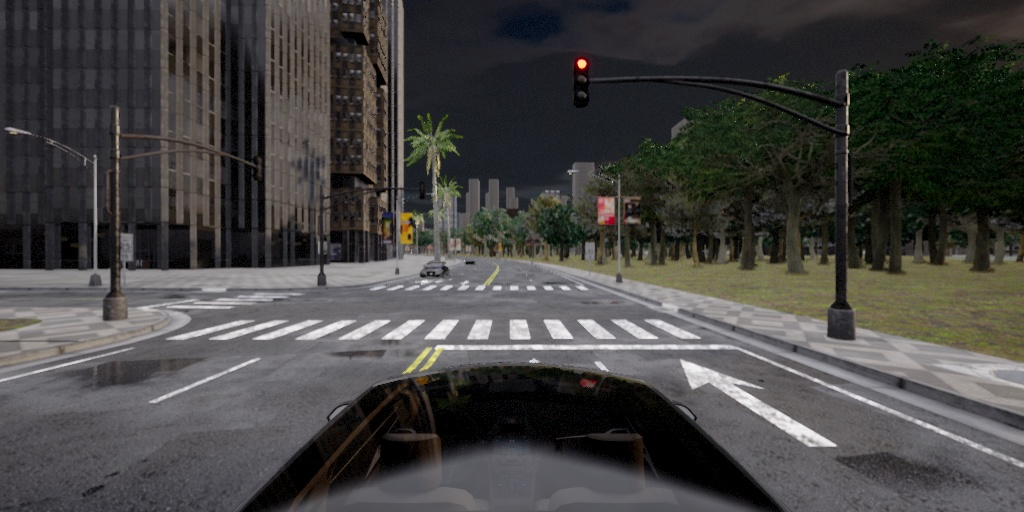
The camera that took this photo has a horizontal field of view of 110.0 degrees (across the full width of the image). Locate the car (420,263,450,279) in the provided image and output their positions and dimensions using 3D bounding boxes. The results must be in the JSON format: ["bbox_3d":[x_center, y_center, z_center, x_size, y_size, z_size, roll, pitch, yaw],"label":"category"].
[{"bbox_3d":[-6.663,1.269,31.383,1.994,1.385,4.181,0,1,-1],"label":"car"}]
